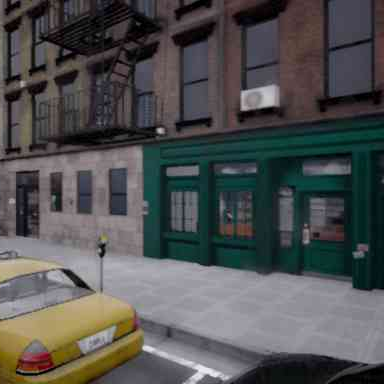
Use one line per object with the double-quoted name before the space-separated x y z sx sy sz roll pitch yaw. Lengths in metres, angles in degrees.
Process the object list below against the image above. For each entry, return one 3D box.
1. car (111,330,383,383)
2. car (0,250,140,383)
"car" 1.864 1.563 1.480 4.313 1.339 1.947 0 0 36
"car" -2.883 1.541 4.867 4.829 1.417 1.752 0 0 36
